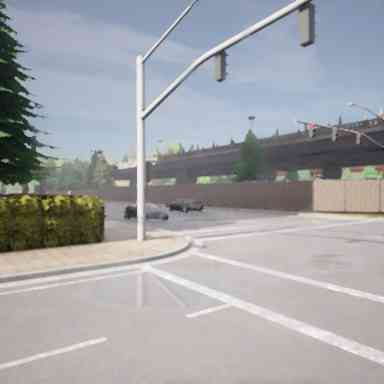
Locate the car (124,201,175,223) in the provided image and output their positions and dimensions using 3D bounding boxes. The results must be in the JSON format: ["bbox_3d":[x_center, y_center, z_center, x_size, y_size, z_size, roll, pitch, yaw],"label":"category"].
[{"bbox_3d":[-3.500,1.420,24.806,1.812,1.442,4.674,0,0,-36],"label":"car"}]

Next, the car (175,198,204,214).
[{"bbox_3d":[-0.815,1.355,33.418,2.128,1.511,4.902,0,0,-35],"label":"car"}]
